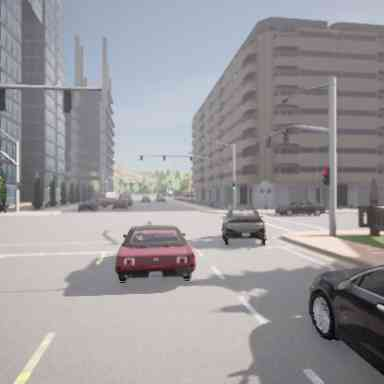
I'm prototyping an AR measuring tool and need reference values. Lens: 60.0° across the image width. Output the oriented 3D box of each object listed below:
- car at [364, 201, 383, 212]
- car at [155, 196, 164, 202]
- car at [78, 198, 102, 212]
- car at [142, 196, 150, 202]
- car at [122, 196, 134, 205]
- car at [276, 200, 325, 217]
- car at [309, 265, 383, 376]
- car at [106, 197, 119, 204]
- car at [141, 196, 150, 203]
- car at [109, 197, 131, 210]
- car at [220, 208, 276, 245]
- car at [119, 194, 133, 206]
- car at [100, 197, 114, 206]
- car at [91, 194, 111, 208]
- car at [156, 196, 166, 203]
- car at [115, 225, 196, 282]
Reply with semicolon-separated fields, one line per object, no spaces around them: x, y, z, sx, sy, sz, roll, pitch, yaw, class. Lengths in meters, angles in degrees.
20.245;1.609;34.073;5.357;1.411;2.033;0;0;-9;car
-8.434;1.721;86.180;2.033;1.411;5.357;0;0;-8;car
-12.704;1.714;40.952;1.895;1.301;4.718;0;0;-8;car
-11.972;1.748;86.196;1.994;1.385;4.181;0;0;-8;car
-12.630;1.652;65.960;2.128;1.511;4.902;0;0;-8;car
10.571;1.591;32.642;4.892;1.490;1.837;0;0;-8;car
3.003;1.504;3.711;1.837;1.490;4.892;0;0;-4;car
-16.810;1.719;70.497;2.033;1.411;5.357;0;0;-8;car
-10.518;1.725;75.977;1.994;1.385;4.181;0;0;-8;car
-9.901;1.715;46.164;1.895;1.301;4.718;0;0;-8;car
2.407;1.532;15.725;2.128;1.511;4.902;-1;-1;6;car
-11.258;1.358;55.830;2.150;2.045;5.566;0;0;-8;car
-15.392;1.634;60.333;1.882;1.535;5.008;0;0;-8;car
-14.070;1.356;50.619;2.150;2.045;5.566;0;0;-8;car
-7.022;1.753;76.249;1.895;1.301;4.718;0;0;-8;car
-1.105;1.623;9.866;1.895;1.301;4.718;0;0;-7;car
